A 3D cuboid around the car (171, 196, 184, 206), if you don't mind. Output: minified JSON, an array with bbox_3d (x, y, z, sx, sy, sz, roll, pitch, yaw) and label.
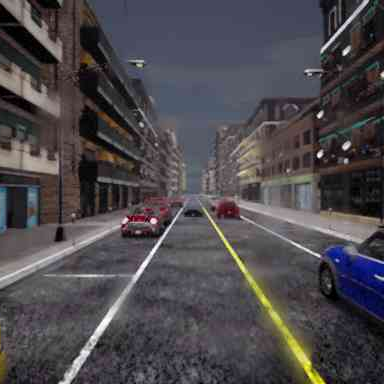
[{"bbox_3d":[-2.500,1.517,57.830,1.967,1.590,4.097,0,0,0],"label":"car"}]

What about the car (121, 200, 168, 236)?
[{"bbox_3d":[-2.635,1.459,18.377,1.967,1.590,4.097,0,0,0],"label":"car"}]

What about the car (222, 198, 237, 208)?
[{"bbox_3d":[5.862,1.630,52.332,1.752,1.417,4.829,0,0,0],"label":"car"}]

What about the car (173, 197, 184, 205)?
[{"bbox_3d":[-2.481,1.629,63.467,1.887,1.381,4.507,0,0,0],"label":"car"}]

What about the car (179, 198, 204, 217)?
[{"bbox_3d":[0.102,1.599,32.495,2.033,1.411,5.357,0,0,0],"label":"car"}]

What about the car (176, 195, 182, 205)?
[{"bbox_3d":[-2.517,1.384,52.195,2.192,1.841,5.009,0,0,0],"label":"car"}]

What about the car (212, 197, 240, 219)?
[{"bbox_3d":[3.141,1.538,30.069,1.882,1.535,5.008,0,0,1],"label":"car"}]

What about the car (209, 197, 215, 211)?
[{"bbox_3d":[3.148,1.679,41.997,1.895,1.301,4.718,0,0,1],"label":"car"}]

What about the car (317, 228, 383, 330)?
[{"bbox_3d":[3.866,1.380,5.640,2.097,1.767,4.553,0,0,0],"label":"car"}]

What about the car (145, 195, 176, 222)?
[{"bbox_3d":[-2.614,1.342,24.013,2.192,1.841,5.009,0,0,0],"label":"car"}]

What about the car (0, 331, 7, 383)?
[{"bbox_3d":[-2.694,1.517,1.296,1.752,1.417,4.829,0,0,0],"label":"car"}]
